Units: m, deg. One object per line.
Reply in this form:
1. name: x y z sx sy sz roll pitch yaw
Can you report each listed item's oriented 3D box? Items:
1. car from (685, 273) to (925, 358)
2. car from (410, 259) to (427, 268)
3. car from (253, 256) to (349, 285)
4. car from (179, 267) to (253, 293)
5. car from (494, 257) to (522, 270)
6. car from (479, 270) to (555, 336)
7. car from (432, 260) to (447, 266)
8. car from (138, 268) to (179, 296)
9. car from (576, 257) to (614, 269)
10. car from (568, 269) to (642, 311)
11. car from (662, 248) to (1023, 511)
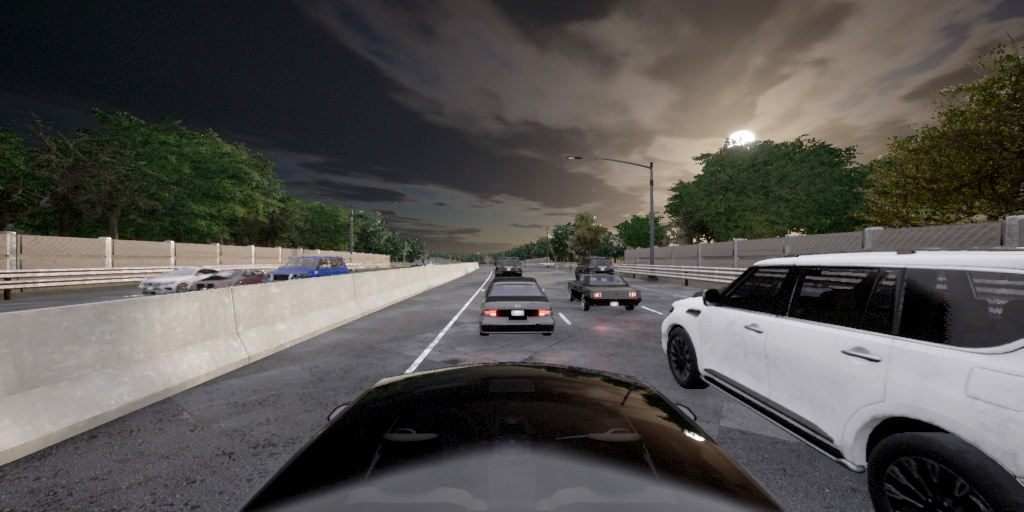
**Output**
1. car: 7.051 1.300 9.722 2.033 1.411 5.357 0 0 -2
2. car: -15.615 1.338 59.952 2.097 1.767 4.553 0 -1 -3
3. car: -10.792 1.016 19.299 2.150 2.045 5.566 0 0 -1
4. car: -14.285 1.353 18.638 1.994 1.385 4.181 0 0 -1
5. car: -0.313 1.117 29.448 2.150 2.045 5.566 0 -1 -1
6. car: 0.053 1.300 10.355 2.033 1.411 5.357 0 0 -2
7. car: -12.117 1.405 60.103 2.128 1.511 4.902 0 -1 -3
8. car: -17.809 1.326 19.936 1.812 1.442 4.674 0 -1 -1
9. car: 6.689 1.115 29.420 2.150 2.045 5.566 0 -1 -1
10. car: 3.484 1.365 14.502 1.895 1.301 4.718 0 0 -1
11. car: 3.577 0.969 3.649 2.150 2.045 5.566 0 0 0
